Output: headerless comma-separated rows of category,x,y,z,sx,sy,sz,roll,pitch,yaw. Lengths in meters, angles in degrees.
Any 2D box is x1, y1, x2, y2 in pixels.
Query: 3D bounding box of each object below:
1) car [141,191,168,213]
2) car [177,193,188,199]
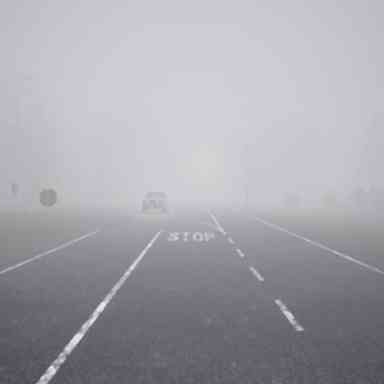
car,-3.485,0.905,32.274,2.150,2.045,5.566,1,0,0
car,-3.121,1.290,94.222,1.812,1.442,4.674,0,0,5
